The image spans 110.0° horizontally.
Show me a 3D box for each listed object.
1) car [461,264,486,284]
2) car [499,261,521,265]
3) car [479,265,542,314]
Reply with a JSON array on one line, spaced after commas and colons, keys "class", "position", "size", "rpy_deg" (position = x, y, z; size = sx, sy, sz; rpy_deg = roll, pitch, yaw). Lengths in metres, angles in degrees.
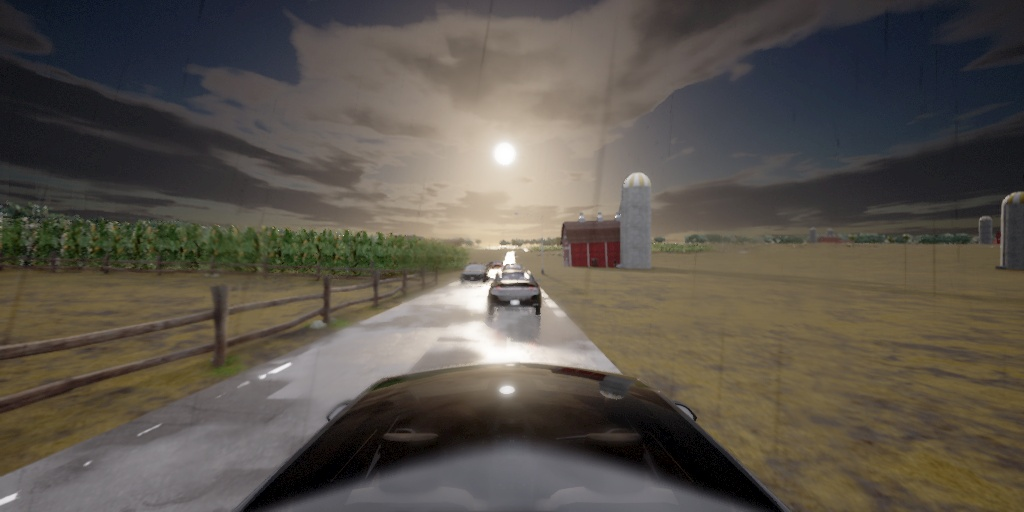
[{"class": "car", "position": [-2.849, 1.346, 28.322], "size": [1.882, 1.535, 5.008], "rpy_deg": [0, 0, 0]}, {"class": "car", "position": [0.096, 1.363, 30.878], "size": [1.882, 1.535, 5.008], "rpy_deg": [0, 0, 0]}, {"class": "car", "position": [0.091, 1.280, 13.862], "size": [2.128, 1.511, 4.902], "rpy_deg": [0, 0, 0]}]
